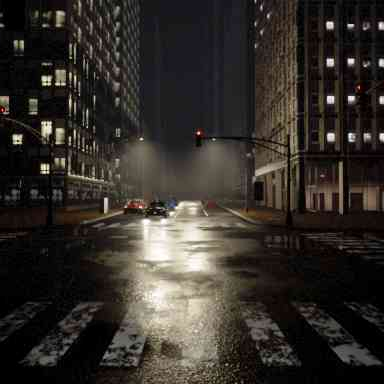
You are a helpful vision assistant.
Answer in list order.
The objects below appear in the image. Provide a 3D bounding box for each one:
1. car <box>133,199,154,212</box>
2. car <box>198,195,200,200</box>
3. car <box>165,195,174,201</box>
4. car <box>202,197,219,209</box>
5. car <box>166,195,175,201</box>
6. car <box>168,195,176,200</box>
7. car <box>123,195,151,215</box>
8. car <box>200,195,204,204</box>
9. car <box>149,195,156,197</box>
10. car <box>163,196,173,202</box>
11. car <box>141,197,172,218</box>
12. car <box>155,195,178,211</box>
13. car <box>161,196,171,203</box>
[{"bbox_3d":[-5.700,1.597,39.354,1.802,1.307,4.206,1,0,0],"label":"car"},{"bbox_3d":[2.667,1.590,61.729,1.947,1.339,4.313,1,0,0],"label":"car"},{"bbox_3d":[-5.726,1.579,83.955,1.887,1.381,4.507,1,0,0],"label":"car"},{"bbox_3d":[2.677,1.599,44.996,1.802,1.307,4.206,1,0,0],"label":"car"},{"bbox_3d":[-5.729,1.587,89.530,2.008,1.369,4.403,1,0,0],"label":"car"},{"bbox_3d":[-5.733,1.605,95.105,1.947,1.339,4.313,1,0,0],"label":"car"},{"bbox_3d":[-5.694,1.453,33.779,1.967,1.590,4.097,1,0,0],"label":"car"},{"bbox_3d":[2.672,1.548,56.322,1.752,1.417,4.829,1,0,0],"label":"car"},{"bbox_3d":[-5.698,1.333,44.929,2.192,1.841,5.009,1,0,0],"label":"car"},{"bbox_3d":[-5.722,1.582,78.380,2.008,1.369,4.403,1,0,0],"label":"car"},{"bbox_3d":[-3.117,1.516,30.362,1.837,1.490,4.892,0,0,0],"label":"car"},{"bbox_3d":[-3.120,1.493,40.795,1.882,1.535,5.008,0,0,0],"label":"car"},{"bbox_3d":[-5.719,1.574,72.804,1.887,1.381,4.507,1,0,0],"label":"car"}]
